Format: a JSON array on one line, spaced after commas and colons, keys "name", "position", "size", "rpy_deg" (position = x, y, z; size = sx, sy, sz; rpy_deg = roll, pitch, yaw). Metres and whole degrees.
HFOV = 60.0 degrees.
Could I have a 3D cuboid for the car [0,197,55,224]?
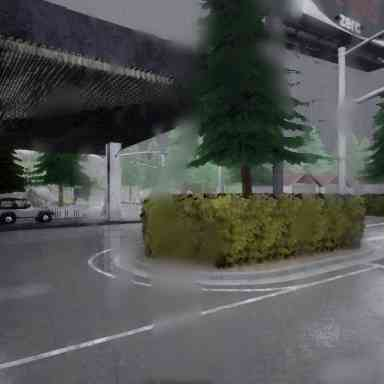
[{"name": "car", "position": [-11.923, 1.313, 23.509], "size": [3.866, 1.878, 1.905], "rpy_deg": [0, 0, -36]}]
